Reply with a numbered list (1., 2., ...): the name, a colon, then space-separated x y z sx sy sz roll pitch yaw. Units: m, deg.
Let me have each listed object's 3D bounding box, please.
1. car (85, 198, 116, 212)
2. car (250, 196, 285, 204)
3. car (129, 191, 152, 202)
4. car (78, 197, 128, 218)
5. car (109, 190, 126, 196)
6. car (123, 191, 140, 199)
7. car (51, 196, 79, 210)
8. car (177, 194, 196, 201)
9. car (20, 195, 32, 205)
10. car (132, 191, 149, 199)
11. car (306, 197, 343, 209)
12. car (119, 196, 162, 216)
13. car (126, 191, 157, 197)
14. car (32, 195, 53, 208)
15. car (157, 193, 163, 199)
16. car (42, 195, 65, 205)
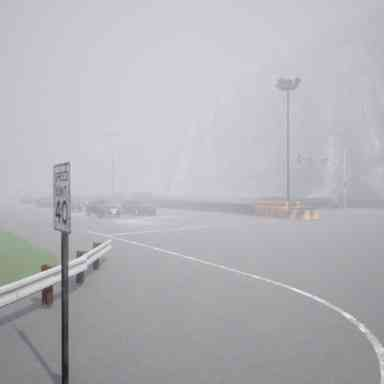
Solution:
1. car: -10.708 1.449 38.857 1.994 1.385 4.181 0 0 -38
2. car: 8.475 1.266 37.456 2.097 1.767 4.553 0 0 -38
3. car: -10.379 0.831 67.162 2.150 2.045 5.566 0 1 -38
4. car: -8.044 1.424 29.816 2.128 1.511 4.902 0 0 -38
5. car: -16.870 0.661 75.295 2.150 2.045 5.566 0 1 -38
6. car: -14.086 0.741 77.416 2.097 1.767 4.553 0 1 -38
7. car: -13.770 1.491 37.093 1.895 1.301 4.718 0 0 -38
8. car: -1.204 1.168 66.792 2.128 1.511 4.902 0 1 -38
9. car: -25.715 1.213 52.424 1.812 1.442 4.674 0 1 -37
10. car: -12.690 0.734 81.313 2.097 1.767 4.553 0 1 -38
11. car: 17.208 1.426 43.336 1.812 1.442 4.674 0 0 -38
12. car: -5.229 1.430 31.898 1.837 1.490 4.892 0 0 -38
13. car: -9.202 0.925 59.974 2.150 2.045 5.566 0 0 -38
14. car: -19.485 1.318 44.406 1.837 1.490 4.892 0 1 -38
15. car: -7.921 0.951 69.536 2.097 1.767 4.553 0 1 -38
16. car: -22.497 1.237 53.983 2.033 1.411 5.357 0 1 -38
